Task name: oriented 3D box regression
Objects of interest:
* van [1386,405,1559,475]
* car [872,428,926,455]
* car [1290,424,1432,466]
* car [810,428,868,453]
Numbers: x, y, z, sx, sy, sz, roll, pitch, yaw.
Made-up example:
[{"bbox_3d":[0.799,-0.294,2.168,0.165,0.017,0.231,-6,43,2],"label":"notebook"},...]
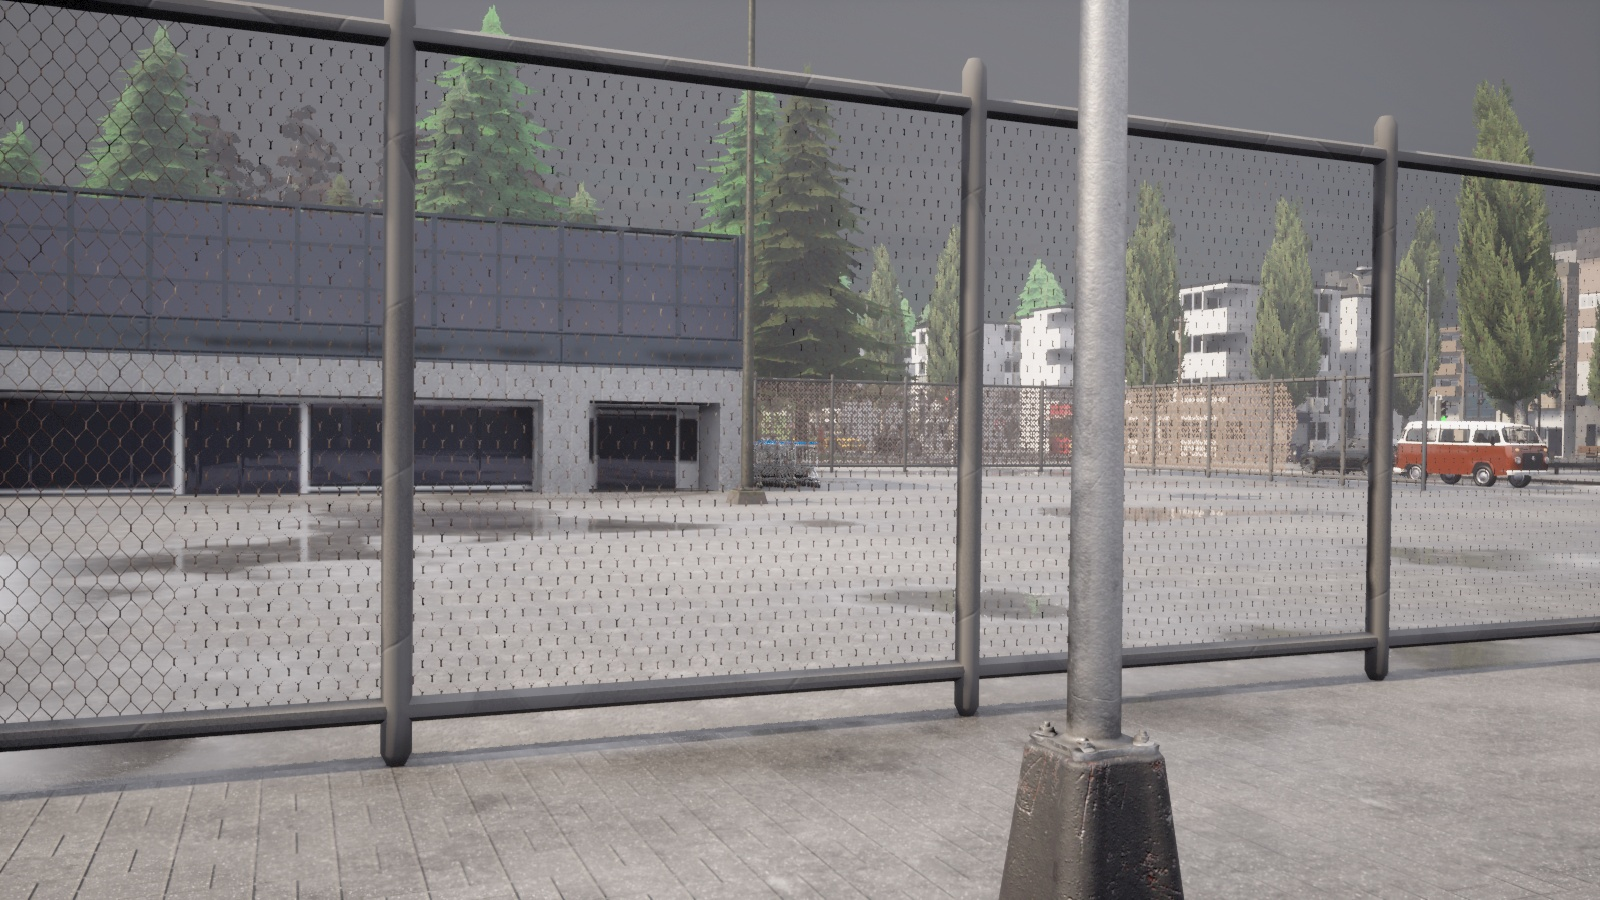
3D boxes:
[{"bbox_3d":[20.856,-0.341,39.153,2.069,2.038,4.480,-1,1,-22],"label":"van"},{"bbox_3d":[5.938,-0.520,75.749,1.789,1.549,3.705,-1,1,-21],"label":"car"},{"bbox_3d":[21.462,-0.219,48.258,2.163,1.488,4.792,-1,1,-22],"label":"car"},{"bbox_3d":[2.559,-0.657,83.993,1.801,1.575,5.366,-1,1,-22],"label":"car"}]
